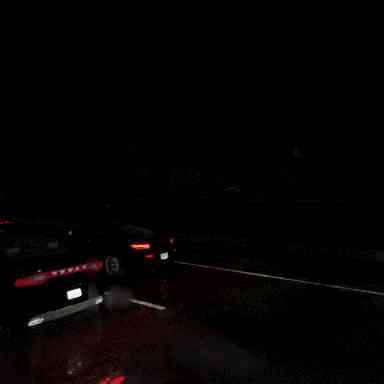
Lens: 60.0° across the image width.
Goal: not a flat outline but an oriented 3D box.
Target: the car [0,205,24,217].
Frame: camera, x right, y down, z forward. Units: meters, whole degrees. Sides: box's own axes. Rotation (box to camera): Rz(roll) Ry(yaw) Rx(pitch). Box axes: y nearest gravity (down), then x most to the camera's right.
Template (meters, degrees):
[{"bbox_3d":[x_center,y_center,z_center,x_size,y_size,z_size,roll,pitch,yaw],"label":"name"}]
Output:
[{"bbox_3d":[-10.084,1.505,15.456,4.892,1.490,1.837,0,0,36],"label":"car"}]

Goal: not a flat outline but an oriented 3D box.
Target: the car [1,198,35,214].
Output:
[{"bbox_3d":[-18.151,1.547,32.195,2.033,1.411,5.357,0,0,35],"label":"car"}]

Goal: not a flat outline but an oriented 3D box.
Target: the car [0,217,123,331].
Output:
[{"bbox_3d":[-3.898,1.478,6.760,5.008,1.535,1.882,0,0,35],"label":"car"}]

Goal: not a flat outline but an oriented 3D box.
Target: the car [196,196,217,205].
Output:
[{"bbox_3d":[2.611,1.477,60.661,1.882,1.535,5.008,0,0,37],"label":"car"}]

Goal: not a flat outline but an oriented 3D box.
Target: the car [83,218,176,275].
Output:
[{"bbox_3d":[-2.607,1.526,10.129,4.674,1.442,1.812,0,0,35],"label":"car"}]

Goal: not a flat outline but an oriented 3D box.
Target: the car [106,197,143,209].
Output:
[{"bbox_3d":[-9.277,1.505,44.430,1.837,1.490,4.892,0,0,36],"label":"car"}]

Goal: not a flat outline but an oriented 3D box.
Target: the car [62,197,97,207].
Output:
[{"bbox_3d":[-17.238,1.547,51.333,2.033,1.411,5.357,0,0,36],"label":"car"}]

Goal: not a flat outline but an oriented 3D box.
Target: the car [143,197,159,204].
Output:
[{"bbox_3d":[-8.537,1.601,63.197,1.895,1.301,4.718,0,0,37],"label":"car"}]
